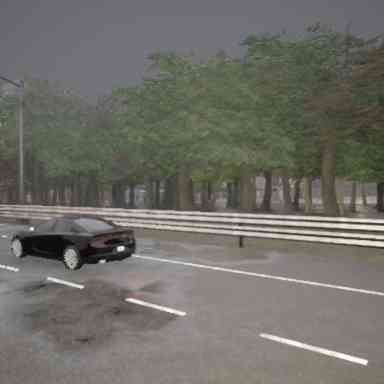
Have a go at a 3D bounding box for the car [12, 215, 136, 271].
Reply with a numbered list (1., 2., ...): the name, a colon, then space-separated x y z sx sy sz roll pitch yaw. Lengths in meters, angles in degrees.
1. car: -4.076 1.511 11.086 5.008 1.535 1.882 -1 0 36
